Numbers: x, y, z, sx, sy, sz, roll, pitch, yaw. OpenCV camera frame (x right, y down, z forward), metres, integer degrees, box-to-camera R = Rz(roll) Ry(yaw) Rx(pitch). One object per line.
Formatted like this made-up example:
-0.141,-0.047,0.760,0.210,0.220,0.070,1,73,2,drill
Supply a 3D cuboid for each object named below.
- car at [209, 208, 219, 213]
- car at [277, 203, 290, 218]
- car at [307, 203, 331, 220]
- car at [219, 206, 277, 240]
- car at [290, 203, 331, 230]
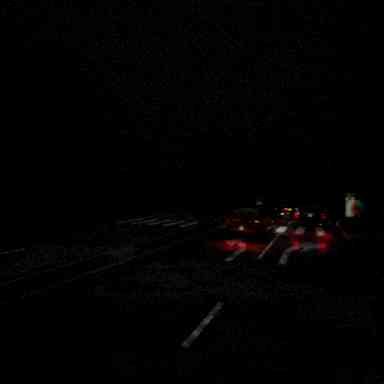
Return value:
6.254,4.413,77.346,4.902,1.511,2.128,2,-3,-4,car
9.239,1.873,32.665,1.837,1.490,4.892,1,-3,23,car
12.675,1.974,33.079,1.882,1.535,5.008,1,-3,25,car
3.172,1.543,17.876,1.882,1.535,5.008,1,0,20,car
8.146,1.495,22.674,2.097,1.767,4.553,1,0,21,car
